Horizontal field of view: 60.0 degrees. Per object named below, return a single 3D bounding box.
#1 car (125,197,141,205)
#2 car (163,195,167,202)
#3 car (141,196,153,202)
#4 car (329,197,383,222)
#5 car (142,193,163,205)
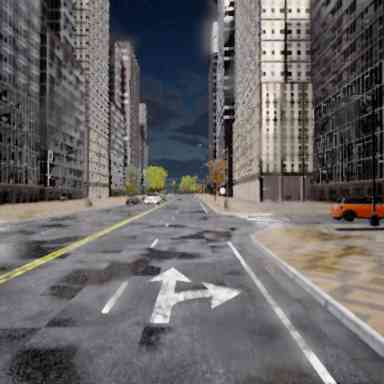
[{"bbox_3d":[-9.798,1.459,55.773,2.033,1.411,5.357,0,0,1],"label":"car"},{"bbox_3d":[-6.492,1.376,72.336,2.128,1.511,4.902,0,0,0],"label":"car"},{"bbox_3d":[-9.742,1.445,72.327,1.895,1.301,4.718,0,0,0],"label":"car"},{"bbox_3d":[12.244,1.128,23.499,4.553,1.767,2.097,-1,-1,-1],"label":"car"},{"bbox_3d":[-6.555,1.133,55.698,2.150,2.045,5.566,0,0,1],"label":"car"}]
